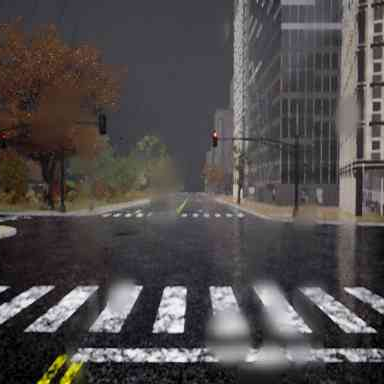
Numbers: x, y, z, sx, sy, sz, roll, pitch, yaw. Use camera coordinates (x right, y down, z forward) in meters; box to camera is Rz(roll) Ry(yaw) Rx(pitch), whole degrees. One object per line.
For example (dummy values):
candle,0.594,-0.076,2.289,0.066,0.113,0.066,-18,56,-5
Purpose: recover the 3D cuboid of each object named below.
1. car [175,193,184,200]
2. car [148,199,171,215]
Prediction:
car,-3.021,1.114,80.436,2.097,1.767,4.553,0,0,0
car,-3.156,1.477,33.150,1.837,1.490,4.892,0,1,0
